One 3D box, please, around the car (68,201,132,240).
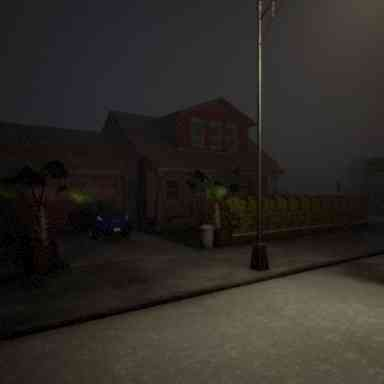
[{"bbox_3d":[-4.076,1.169,14.561,1.845,1.501,3.633,0,0,-38],"label":"car"}]
